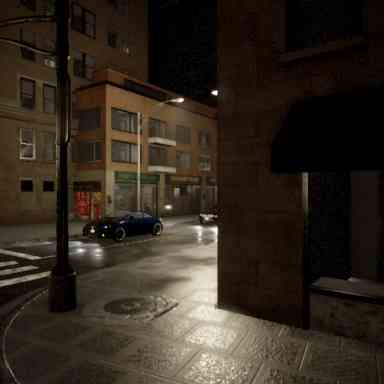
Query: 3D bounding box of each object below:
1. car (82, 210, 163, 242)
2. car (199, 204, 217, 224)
[{"bbox_3d":[-3.353,1.594,16.704,1.994,1.385,4.181,0,0,35],"label":"car"},{"bbox_3d":[2.362,1.580,24.711,1.812,1.442,4.674,0,0,35],"label":"car"}]
